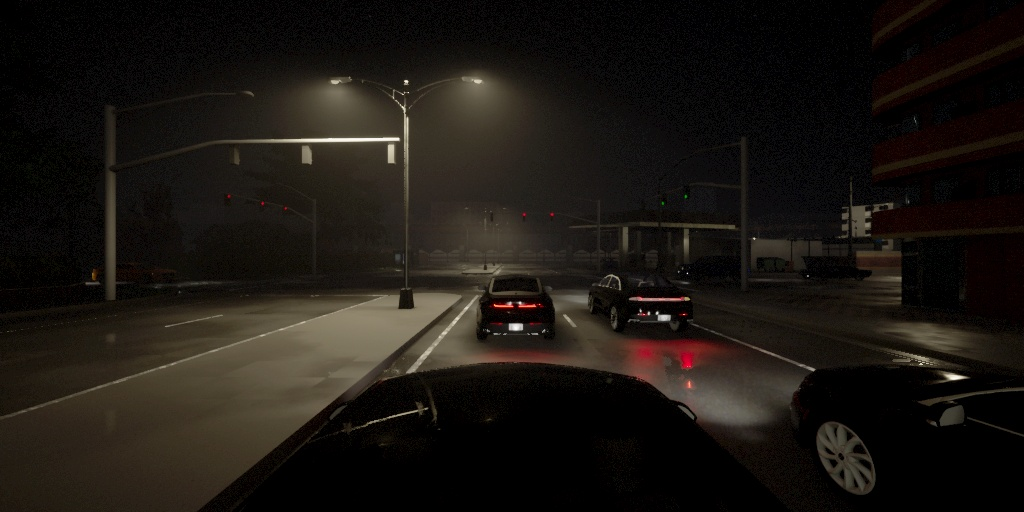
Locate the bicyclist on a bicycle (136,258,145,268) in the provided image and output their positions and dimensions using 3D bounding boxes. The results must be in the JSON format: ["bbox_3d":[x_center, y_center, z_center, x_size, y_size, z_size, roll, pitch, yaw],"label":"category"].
[{"bbox_3d":[-38.228,1.053,36.739,0.582,1.620,1.656,0,0,0],"label":"bicyclist on a bicycle"}]

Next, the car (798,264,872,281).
[{"bbox_3d":[26.941,1.351,30.009,4.718,1.301,1.895,0,0,-1],"label":"car"}]

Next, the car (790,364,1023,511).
[{"bbox_3d":[3.600,1.255,1.457,1.837,1.490,4.892,0,0,0],"label":"car"}]

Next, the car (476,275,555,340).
[{"bbox_3d":[0.096,1.255,10.010,1.837,1.490,4.892,0,0,0],"label":"car"}]

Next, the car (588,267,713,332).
[{"bbox_3d":[3.602,1.242,10.865,2.128,1.511,4.902,0,0,0],"label":"car"}]

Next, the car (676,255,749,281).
[{"bbox_3d":[16.633,0.972,29.861,5.566,2.045,2.150,0,0,-1],"label":"car"}]

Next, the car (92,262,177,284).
[{"bbox_3d":[-27.585,1.228,26.321,5.008,1.535,1.882,0,0,0],"label":"car"}]
